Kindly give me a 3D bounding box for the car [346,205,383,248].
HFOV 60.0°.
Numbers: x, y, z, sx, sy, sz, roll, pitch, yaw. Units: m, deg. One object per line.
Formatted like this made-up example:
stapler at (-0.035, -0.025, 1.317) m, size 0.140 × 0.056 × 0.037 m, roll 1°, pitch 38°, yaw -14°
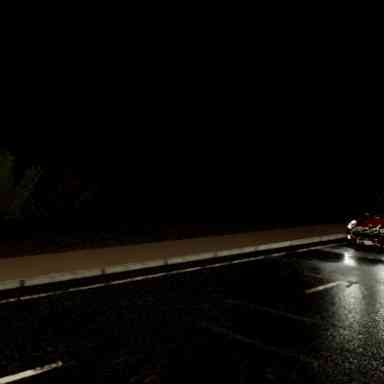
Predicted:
car at (8.335, 1.279, 13.616) m, size 4.553 × 1.767 × 2.097 m, roll 0°, pitch 0°, yaw -35°
